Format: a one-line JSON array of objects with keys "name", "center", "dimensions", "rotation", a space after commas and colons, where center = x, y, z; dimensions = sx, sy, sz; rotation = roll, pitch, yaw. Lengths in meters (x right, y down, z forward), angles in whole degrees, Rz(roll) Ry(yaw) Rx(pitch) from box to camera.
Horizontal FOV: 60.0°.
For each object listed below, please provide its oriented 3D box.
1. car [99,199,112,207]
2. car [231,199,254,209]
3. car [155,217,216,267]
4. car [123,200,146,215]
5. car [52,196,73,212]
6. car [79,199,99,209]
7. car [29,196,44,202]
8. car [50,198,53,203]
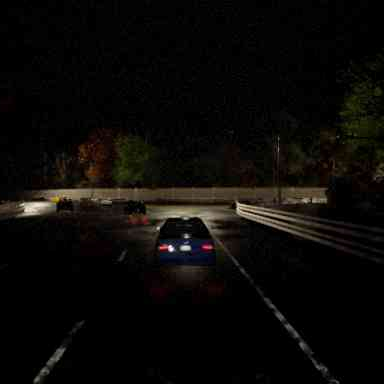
[{"name": "car", "center": [-14.828, 1.764, 55.163], "dimensions": [1.895, 1.301, 4.718], "rotation": [0, 0, -29]}, {"name": "car", "center": [7.069, 1.640, 45.922], "dimensions": [1.994, 1.385, 4.181], "rotation": [0, 0, 34]}, {"name": "car", "center": [-0.270, 1.573, 11.515], "dimensions": [2.033, 1.411, 5.357], "rotation": [0, 0, -2]}, {"name": "car", "center": [-6.124, 1.586, 35.345], "dimensions": [2.128, 1.511, 4.902], "rotation": [0, 0, -19]}, {"name": "car", "center": [-15.841, 1.629, 41.329], "dimensions": [2.128, 1.511, 4.902], "rotation": [0, 0, -23]}, {"name": "car", "center": [-15.236, 1.714, 48.413], "dimensions": [1.994, 1.385, 4.181], "rotation": [0, 0, -25]}, {"name": "car", "center": [-40.085, 1.832, 85.794], "dimensions": [4.902, 1.511, 2.128], "rotation": [0, 0, 38]}, {"name": "car", "center": [-31.333, 1.740, 77.481], "dimensions": [5.008, 1.535, 1.882], "rotation": [0, 0, 45]}]
